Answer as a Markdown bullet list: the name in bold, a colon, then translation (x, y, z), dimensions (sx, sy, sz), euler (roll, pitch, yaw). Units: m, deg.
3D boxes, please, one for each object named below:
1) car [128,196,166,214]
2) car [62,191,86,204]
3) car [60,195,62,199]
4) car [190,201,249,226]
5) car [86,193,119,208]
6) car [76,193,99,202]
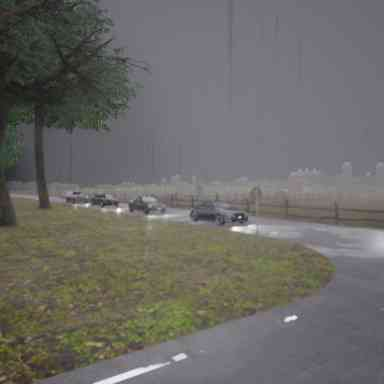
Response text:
- **car**: translation (-4.077, 1.106, 29.440), dimensions (1.812, 1.442, 4.674), euler (-1, 2, -36)
- **car**: translation (-15.820, 0.650, 45.722), dimensions (2.097, 1.767, 4.553), euler (-1, 1, -35)
- **car**: translation (-21.952, 0.634, 59.136), dimensions (1.994, 1.385, 4.181), euler (-1, 1, -36)
- **car**: translation (1.668, 1.302, 21.527), dimensions (1.994, 1.385, 4.181), euler (-1, 2, -37)
- **car**: translation (-9.910, 0.911, 37.495), dimensions (1.882, 1.535, 5.008), euler (-1, 1, -36)
- **car**: translation (-16.123, 0.795, 51.075), dimensions (1.895, 1.301, 4.718), euler (-1, 1, -36)
